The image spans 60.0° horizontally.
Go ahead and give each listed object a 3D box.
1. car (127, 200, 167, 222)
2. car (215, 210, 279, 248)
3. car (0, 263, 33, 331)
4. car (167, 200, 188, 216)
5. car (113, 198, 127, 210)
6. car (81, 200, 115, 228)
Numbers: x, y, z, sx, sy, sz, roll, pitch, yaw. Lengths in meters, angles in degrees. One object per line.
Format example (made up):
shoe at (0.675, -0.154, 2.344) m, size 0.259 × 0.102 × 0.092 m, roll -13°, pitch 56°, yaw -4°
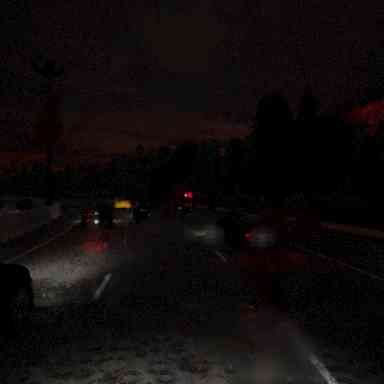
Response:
car at (-3.608, 1.474, 25.980) m, size 2.128 × 1.511 × 4.902 m, roll 0°, pitch 0°, yaw -15°
car at (2.295, 1.504, 14.622) m, size 1.812 × 1.442 × 4.674 m, roll 0°, pitch 0°, yaw -8°
car at (-3.665, 1.496, 3.964) m, size 2.128 × 1.511 × 4.902 m, roll 0°, pitch 0°, yaw -2°
car at (-1.904, 1.517, 32.842) m, size 2.033 × 1.411 × 5.357 m, roll 0°, pitch 0°, yaw -18°
car at (-9.185, 1.456, 41.841) m, size 1.882 × 1.535 × 5.008 m, roll 0°, pitch 0°, yaw -24°
car at (-6.232, 1.497, 22.131) m, size 1.837 × 1.490 × 4.892 m, roll 0°, pitch 0°, yaw -13°
